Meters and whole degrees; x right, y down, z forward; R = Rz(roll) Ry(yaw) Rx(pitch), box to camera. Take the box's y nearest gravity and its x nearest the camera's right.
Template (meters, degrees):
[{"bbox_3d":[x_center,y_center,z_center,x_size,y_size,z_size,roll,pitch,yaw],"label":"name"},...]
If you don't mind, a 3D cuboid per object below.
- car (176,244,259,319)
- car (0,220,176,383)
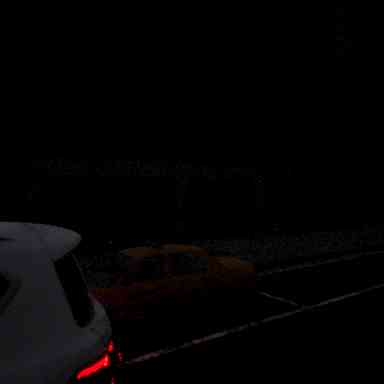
[{"bbox_3d":[-0.930,1.571,5.947,4.829,1.417,1.752,1,-1,-35],"label":"car"},{"bbox_3d":[-3.012,1.210,1.235,5.566,2.045,2.150,1,-1,-35],"label":"car"}]
